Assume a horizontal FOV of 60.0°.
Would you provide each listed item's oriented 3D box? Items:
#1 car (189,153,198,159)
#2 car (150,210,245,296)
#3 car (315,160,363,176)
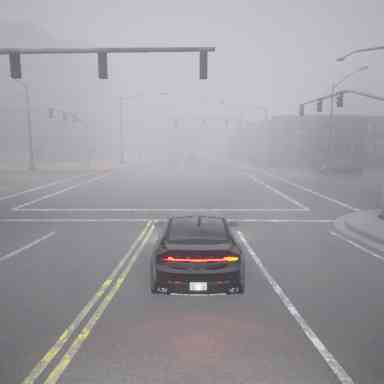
[{"bbox_3d":[0.289,-7.730,71.172,2.033,1.411,5.357,0,8,0],"label":"car"},{"bbox_3d":[0.115,1.198,8.086,1.837,1.490,4.892,0,4,0],"label":"car"},{"bbox_3d":[15.663,-2.662,35.573,4.553,1.767,2.097,0,8,0],"label":"car"}]
